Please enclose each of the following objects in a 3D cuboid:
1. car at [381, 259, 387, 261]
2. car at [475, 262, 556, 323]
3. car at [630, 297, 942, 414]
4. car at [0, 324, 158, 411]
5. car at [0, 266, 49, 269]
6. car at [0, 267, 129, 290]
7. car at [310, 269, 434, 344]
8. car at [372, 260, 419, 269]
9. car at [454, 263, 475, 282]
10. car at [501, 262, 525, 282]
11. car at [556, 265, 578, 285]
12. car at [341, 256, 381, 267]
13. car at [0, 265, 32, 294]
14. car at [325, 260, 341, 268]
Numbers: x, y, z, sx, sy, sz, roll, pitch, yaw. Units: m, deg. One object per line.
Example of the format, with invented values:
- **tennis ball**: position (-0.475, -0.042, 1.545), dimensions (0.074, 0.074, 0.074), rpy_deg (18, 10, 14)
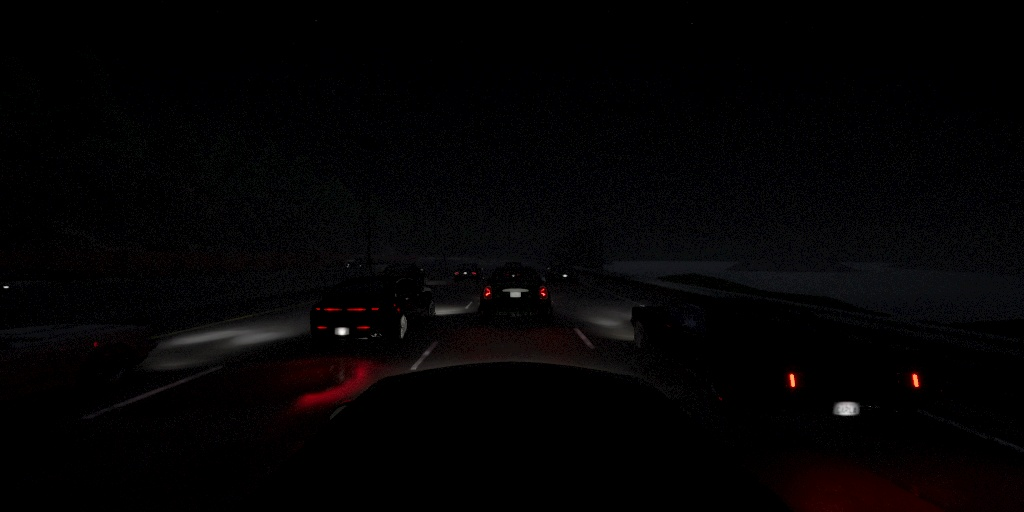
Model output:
- **car**: position (-21.004, 1.246, 57.396), dimensions (2.128, 1.511, 4.902), rpy_deg (0, 0, 1)
- **car**: position (0.101, 1.103, 12.190), dimensions (2.097, 1.767, 4.553), rpy_deg (0, 0, 0)
- **car**: position (3.602, 1.351, 6.078), dimensions (1.895, 1.301, 4.718), rpy_deg (0, 0, 0)
- **car**: position (-6.899, 1.351, 3.852), dimensions (1.895, 1.301, 4.718), rpy_deg (0, 0, 0)
- **car**: position (-24.598, 1.242, 17.677), dimensions (2.128, 1.511, 4.902), rpy_deg (0, 0, 0)
- **car**: position (-21.099, 1.351, 16.597), dimensions (1.895, 1.301, 4.718), rpy_deg (0, 0, 0)
- **car**: position (-3.398, 1.255, 9.585), dimensions (1.837, 1.490, 4.892), rpy_deg (0, 0, 0)
- **car**: position (-6.897, 1.229, 23.010), dimensions (1.882, 1.535, 5.008), rpy_deg (0, 0, 0)
- **car**: position (-3.398, 1.299, 28.613), dimensions (2.033, 1.411, 5.357), rpy_deg (0, 0, 0)
- **car**: position (0.103, 1.257, 29.880), dimensions (1.837, 1.490, 4.892), rpy_deg (0, 0, 0)
- **car**: position (3.600, 1.316, 26.326), dimensions (1.994, 1.385, 4.181), rpy_deg (0, 0, 0)
- **car**: position (-17.582, 1.103, 41.943), dimensions (2.097, 1.767, 4.553), rpy_deg (0, 0, 0)
- **car**: position (-28.097, 1.242, 17.752), dimensions (2.128, 1.511, 4.902), rpy_deg (0, 0, 0)
- **car**: position (-27.993, 1.354, 57.517), dimensions (1.895, 1.301, 4.718), rpy_deg (0, 0, 1)
